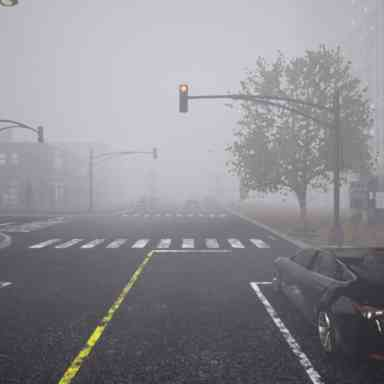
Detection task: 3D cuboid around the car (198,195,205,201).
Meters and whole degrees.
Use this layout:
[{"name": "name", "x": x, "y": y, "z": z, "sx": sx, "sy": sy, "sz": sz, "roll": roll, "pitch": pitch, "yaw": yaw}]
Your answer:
[{"name": "car", "x": 2.594, "y": 1.527, "z": 88.408, "sx": 1.752, "sy": 1.417, "sz": 4.829, "roll": 0, "pitch": 0, "yaw": 0}]

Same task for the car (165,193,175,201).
[{"name": "car", "x": -5.786, "y": 1.316, "z": 88.226, "sx": 2.192, "sy": 1.841, "sz": 5.009, "roll": 0, "pitch": 0, "yaw": 0}]

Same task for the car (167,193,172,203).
[{"name": "car", "x": -5.767, "y": 1.526, "z": 71.403, "sx": 1.752, "sy": 1.417, "sz": 4.829, "roll": 0, "pitch": 0, "yaw": 0}]

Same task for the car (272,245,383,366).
[{"name": "car", "x": 2.688, "y": 1.566, "z": 5.801, "sx": 1.947, "sy": 1.339, "sz": 4.313, "roll": 0, "pitch": 0, "yaw": 0}]

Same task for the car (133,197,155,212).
[{"name": "car", "x": -5.729, "y": 1.581, "z": 38.267, "sx": 1.802, "sy": 1.307, "sz": 4.206, "roll": 0, "pitch": 0, "yaw": 0}]

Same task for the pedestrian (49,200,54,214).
[{"name": "pedestrian", "x": -12.783, "y": 1.316, "z": 30.262, "sx": 0.375, "sy": 1.300, "sz": 0.375, "roll": 0, "pitch": -1, "yaw": -1}]

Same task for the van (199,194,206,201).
[{"name": "van", "x": 2.602, "y": 1.342, "z": 82.687, "sx": 1.690, "sy": 1.788, "sz": 3.998, "roll": 0, "pitch": 0, "yaw": 0}]

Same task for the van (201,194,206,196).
[{"name": "van", "x": 2.639, "y": 1.340, "z": 49.381, "sx": 1.690, "sy": 1.788, "sz": 3.998, "roll": 0, "pitch": 0, "yaw": 0}]

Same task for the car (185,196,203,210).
[{"name": "car", "x": 0.052, "y": 1.563, "z": 42.947, "sx": 1.994, "sy": 1.385, "sz": 4.181, "roll": 0, "pitch": 0, "yaw": 0}]

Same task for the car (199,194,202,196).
[{"name": "car", "x": 2.625, "y": 1.550, "z": 60.483, "sx": 2.008, "sy": 1.369, "sz": 4.403, "roll": 0, "pitch": 0, "yaw": 0}]

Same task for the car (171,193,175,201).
[{"name": "car", "x": -5.780, "y": 1.552, "z": 82.675, "sx": 2.008, "sy": 1.369, "sz": 4.403, "roll": 0, "pitch": 0, "yaw": 0}]

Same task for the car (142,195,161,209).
[{"name": "car", "x": -5.735, "y": 1.314, "z": 43.818, "sx": 2.192, "sy": 1.841, "sz": 5.009, "roll": 0, "pitch": 0, "yaw": 0}]

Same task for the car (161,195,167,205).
[{"name": "car", "x": -5.749, "y": 1.550, "z": 54.921, "sx": 2.008, "sy": 1.369, "sz": 4.403, "roll": 0, "pitch": 0, "yaw": 0}]

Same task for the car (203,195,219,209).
[{"name": "car", "x": 2.644, "y": 1.525, "z": 44.000, "sx": 1.752, "sy": 1.417, "sz": 4.829, "roll": 0, "pitch": 0, "yaw": 0}]
